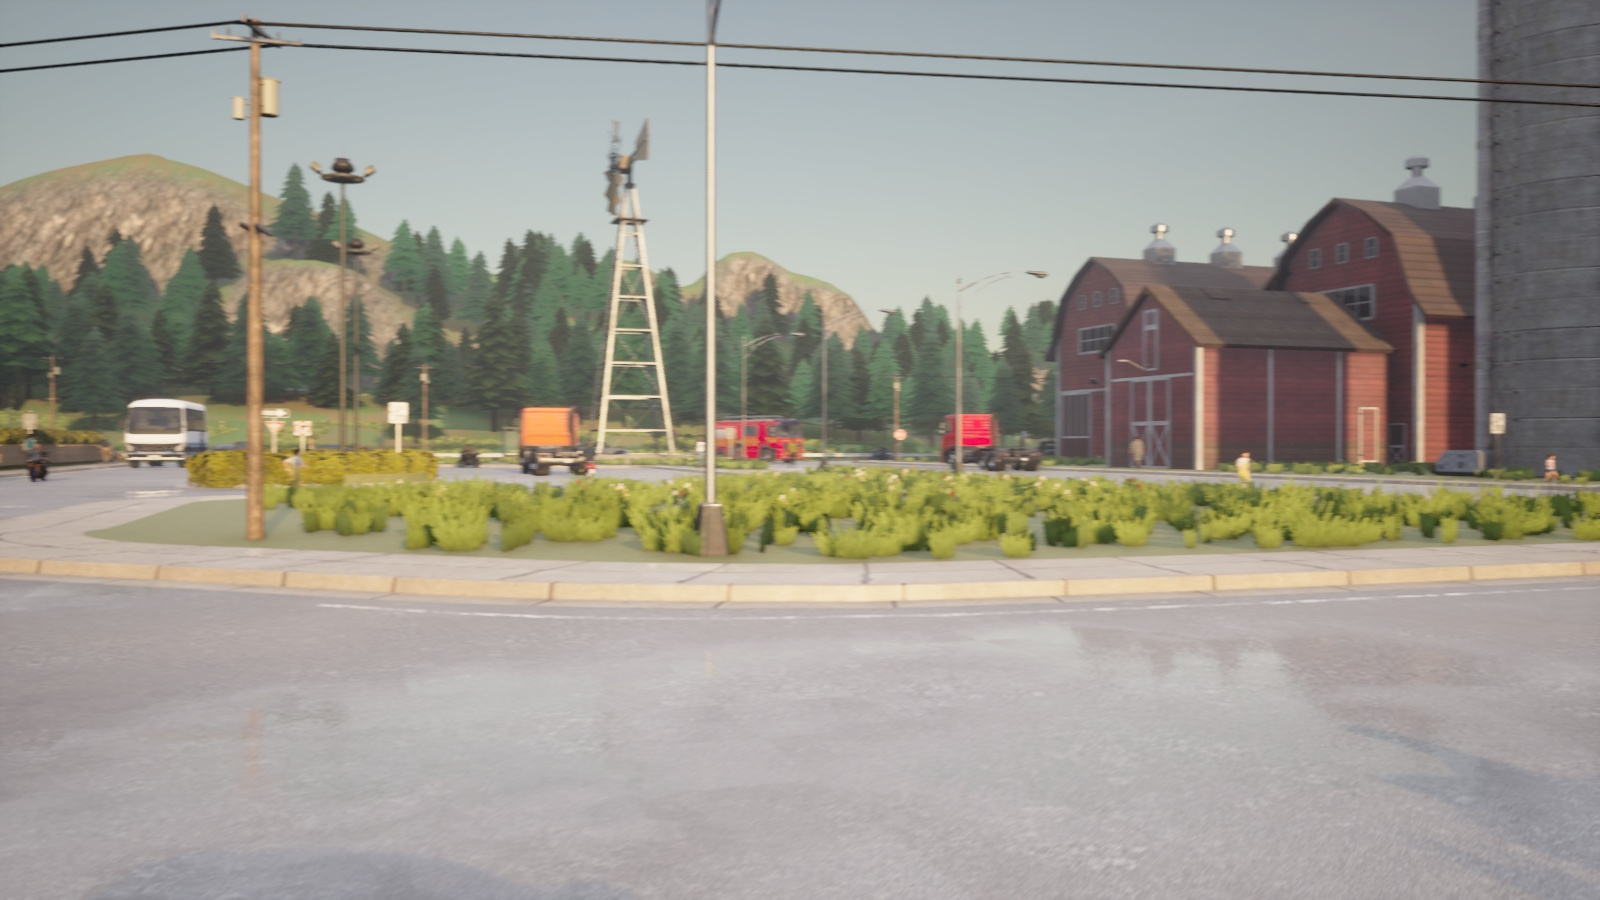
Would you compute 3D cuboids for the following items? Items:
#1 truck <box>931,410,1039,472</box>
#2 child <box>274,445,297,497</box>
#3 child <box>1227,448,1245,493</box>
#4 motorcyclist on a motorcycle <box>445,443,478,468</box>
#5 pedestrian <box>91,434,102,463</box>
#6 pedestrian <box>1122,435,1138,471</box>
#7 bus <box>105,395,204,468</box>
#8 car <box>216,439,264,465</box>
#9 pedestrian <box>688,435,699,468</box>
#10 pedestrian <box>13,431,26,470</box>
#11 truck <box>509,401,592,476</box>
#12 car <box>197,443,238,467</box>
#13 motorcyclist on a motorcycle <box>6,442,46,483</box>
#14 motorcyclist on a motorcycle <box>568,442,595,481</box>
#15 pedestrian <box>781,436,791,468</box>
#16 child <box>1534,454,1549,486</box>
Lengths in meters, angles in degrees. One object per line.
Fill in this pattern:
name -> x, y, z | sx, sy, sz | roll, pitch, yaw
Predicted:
truck -> 10.775, -0.510, 73.996 | 2.891, 3.462, 7.936 | 0, 0, -20
child -> -12.709, 0.509, 31.007 | 0.270, 1.263, 0.437 | 0, 0, 39
child -> 12.197, 0.575, 35.129 | 0.270, 1.263, 0.437 | 0, 0, -15
motorcyclist on a motorcycle -> -20.803, 0.335, 77.197 | 2.044, 1.523, 0.797 | 0, 0, 33
pedestrian -> -45.125, -0.088, 80.577 | 0.540, 1.848, 0.694 | 0, 0, -20
pedestrian -> 18.471, 0.162, 70.248 | 0.659, 1.952, 0.873 | 0, 0, 1
bus -> -40.256, -1.096, 78.727 | 3.944, 4.253, 10.273 | 0, 0, -18
car -> -39.341, 0.102, 88.271 | 2.097, 1.767, 4.553 | 0, 0, -11
pedestrian -> -5.885, 0.086, 69.377 | 0.354, 1.836, 0.706 | 0, 0, -33
pedestrian -> -38.686, 0.011, 62.229 | 0.396, 1.930, 0.692 | 0, 0, -17
truck -> -12.438, -0.537, 61.964 | 2.891, 3.462, 7.936 | 0, 0, -20
car -> -36.520, 0.298, 78.760 | 1.837, 1.490, 4.892 | 0, 0, -19
motorcyclist on a motorcycle -> -29.718, 0.479, 48.260 | 0.866, 1.530, 2.191 | 0, 0, -19
motorcyclist on a motorcycle -> -9.049, 0.451, 52.056 | 0.866, 1.590, 1.817 | 0, 0, -17
pedestrian -> -0.791, 0.098, 71.736 | 0.370, 1.835, 0.726 | 0, 0, -19
child -> 25.903, 0.685, 43.869 | 0.255, 1.110, 0.394 | 0, 0, -16
